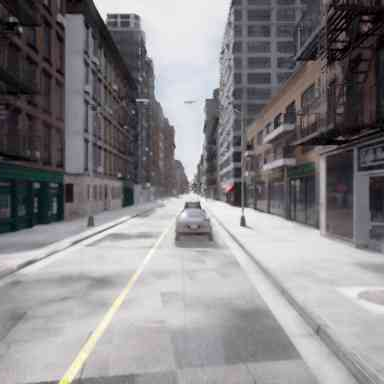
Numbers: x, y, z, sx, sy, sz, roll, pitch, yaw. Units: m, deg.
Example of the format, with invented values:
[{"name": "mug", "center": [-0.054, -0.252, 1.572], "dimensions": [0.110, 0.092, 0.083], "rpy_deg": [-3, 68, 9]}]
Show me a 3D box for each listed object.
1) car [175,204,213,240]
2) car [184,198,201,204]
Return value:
[{"name": "car", "center": [0.088, 1.545, 16.960], "dimensions": [2.033, 1.411, 5.357], "rpy_deg": [0, 0, 0]}, {"name": "car", "center": [0.075, 1.479, 39.164], "dimensions": [2.128, 1.511, 4.902], "rpy_deg": [0, 0, 0]}]
